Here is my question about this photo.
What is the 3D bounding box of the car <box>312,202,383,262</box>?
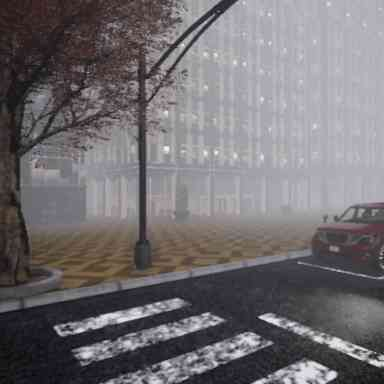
[{"bbox_3d":[6.087,1.290,10.910,5.009,1.841,2.192,0,0,-36],"label":"car"}]

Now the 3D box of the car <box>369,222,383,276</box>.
[{"bbox_3d":[6.490,1.483,8.012,4.892,1.490,1.837,0,0,-35],"label":"car"}]
